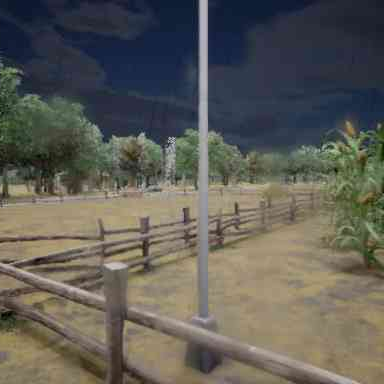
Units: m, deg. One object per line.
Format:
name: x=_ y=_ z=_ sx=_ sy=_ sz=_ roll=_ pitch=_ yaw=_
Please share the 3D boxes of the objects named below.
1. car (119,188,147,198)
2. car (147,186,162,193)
car: x=-10.893 y=0.004 z=59.709 sx=2.097 sy=1.767 sz=4.553 roll=0 pitch=2 yaw=36
car: x=-8.124 y=-0.537 z=69.481 sx=1.812 sy=1.442 sz=4.674 roll=0 pitch=2 yaw=36
